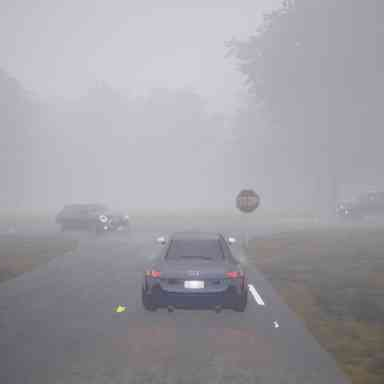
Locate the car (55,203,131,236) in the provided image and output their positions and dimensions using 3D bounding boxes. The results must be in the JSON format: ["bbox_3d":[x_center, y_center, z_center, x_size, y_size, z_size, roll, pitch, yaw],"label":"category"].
[{"bbox_3d":[-5.569,1.401,18.567,4.553,1.767,2.097,-3,0,35],"label":"car"}]

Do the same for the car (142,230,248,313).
[{"bbox_3d":[0.098,1.563,7.735,1.994,1.385,4.181,0,0,2],"label":"car"}]

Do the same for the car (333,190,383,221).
[{"bbox_3d":[13.200,0.922,24.016,5.566,2.045,2.150,-1,1,-1],"label":"car"}]
